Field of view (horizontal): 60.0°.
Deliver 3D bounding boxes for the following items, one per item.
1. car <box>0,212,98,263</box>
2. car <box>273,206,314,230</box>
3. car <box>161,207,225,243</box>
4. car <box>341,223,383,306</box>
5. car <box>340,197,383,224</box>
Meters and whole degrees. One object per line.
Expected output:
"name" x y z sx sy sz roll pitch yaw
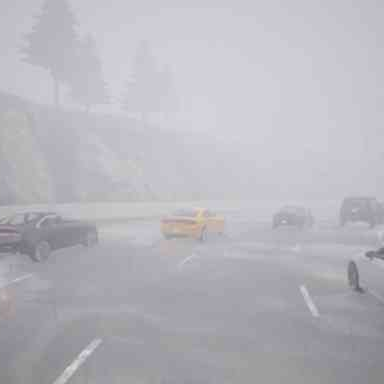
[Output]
"car" -5.213 1.455 11.969 2.128 1.511 4.902 0 0 14
"car" 6.649 1.616 21.813 1.812 1.442 4.674 0 0 30
"car" 0.219 1.499 16.611 1.882 1.535 5.008 0 0 21
"car" 4.346 1.575 5.979 1.812 1.442 4.674 0 0 9
"car" 12.440 1.371 24.235 2.150 2.045 5.566 0 0 38
